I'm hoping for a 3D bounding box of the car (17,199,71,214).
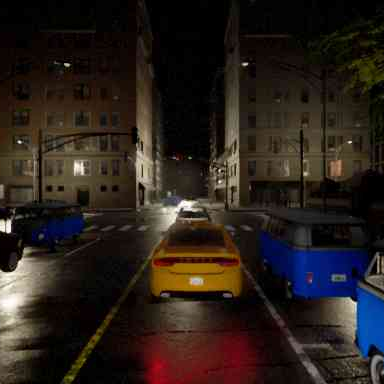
[{"bbox_3d":[-15.761,1.520,35.565,4.892,1.490,1.837,0,0,-1],"label":"car"}]

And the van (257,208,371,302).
[{"bbox_3d":[2.705,1.339,7.952,1.690,1.788,3.998,0,0,0],"label":"van"}]

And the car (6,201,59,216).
[{"bbox_3d":[-15.453,1.567,32.317,4.181,1.385,1.994,0,0,-1],"label":"car"}]

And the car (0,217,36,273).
[{"bbox_3d":[-5.822,1.543,7.980,1.887,1.381,4.507,0,0,0],"label":"car"}]

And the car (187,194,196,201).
[{"bbox_3d":[-0.226,1.329,79.426,2.097,1.767,4.553,0,0,-1],"label":"car"}]

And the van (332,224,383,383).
[{"bbox_3d":[2.680,1.341,2.294,1.690,1.788,3.998,0,0,0],"label":"van"}]

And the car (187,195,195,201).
[{"bbox_3d":[-0.313,1.572,89.208,1.895,1.301,4.718,0,0,-1],"label":"car"}]

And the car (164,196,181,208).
[{"bbox_3d":[-3.050,1.457,48.917,1.882,1.535,5.008,0,0,0],"label":"car"}]

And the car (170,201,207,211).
[{"bbox_3d":[0.075,1.484,17.959,2.128,1.511,4.902,0,0,0],"label":"car"}]

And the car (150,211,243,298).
[{"bbox_3d":[0.114,1.476,8.539,1.882,1.535,5.008,0,0,1],"label":"car"}]

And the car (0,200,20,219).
[{"bbox_3d":[-17.901,1.484,28.845,4.902,1.511,2.128,0,0,-1],"label":"car"}]

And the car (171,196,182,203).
[{"bbox_3d":[-3.141,1.513,69.690,2.033,1.411,5.357,0,0,-1],"label":"car"}]

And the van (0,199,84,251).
[{"bbox_3d":[-5.796,1.337,13.640,1.690,1.788,3.998,0,0,0],"label":"van"}]
